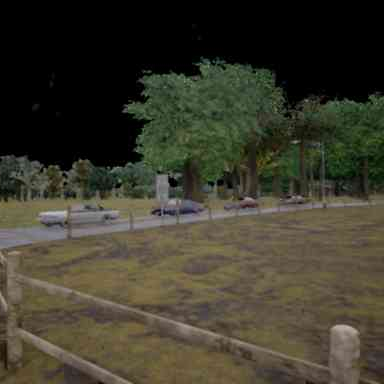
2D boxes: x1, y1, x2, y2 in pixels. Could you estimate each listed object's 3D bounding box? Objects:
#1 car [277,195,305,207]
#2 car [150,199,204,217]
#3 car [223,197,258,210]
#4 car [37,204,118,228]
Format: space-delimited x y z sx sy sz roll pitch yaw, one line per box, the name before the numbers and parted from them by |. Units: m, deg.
car | 12.992 1.165 43.434 4.674 1.442 1.812 0 -1 -40
car | -1.109 1.310 28.394 2.033 1.411 5.357 -1 0 38
car | 5.325 1.231 35.977 1.812 1.442 4.674 -1 0 43
car | -6.945 1.411 20.531 1.895 1.301 4.718 -1 0 36
